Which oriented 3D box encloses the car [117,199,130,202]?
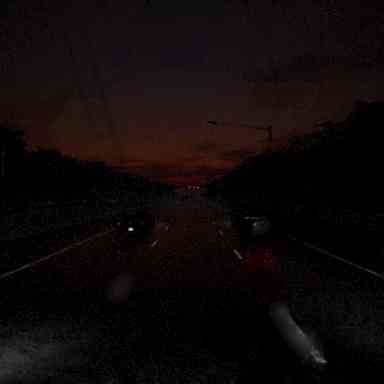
[{"bbox_3d":[-13.991,2.261,70.721,1.812,1.442,4.674,0,-1,0],"label":"car"}]

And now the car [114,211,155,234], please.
[{"bbox_3d":[-3.398,1.802,20.719,1.895,1.301,4.718,0,-1,0],"label":"car"}]

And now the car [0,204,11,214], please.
[{"bbox_3d":[-17.590,1.880,32.093,1.994,1.385,4.181,0,-1,0],"label":"car"}]

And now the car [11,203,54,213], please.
[{"bbox_3d":[-14.093,1.803,30.392,1.837,1.490,4.892,0,-1,0],"label":"car"}]

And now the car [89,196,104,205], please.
[{"bbox_3d":[-20.991,1.948,73.402,2.150,2.045,5.566,0,-1,0],"label":"car"}]

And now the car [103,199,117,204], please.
[{"bbox_3d":[-17.491,2.248,73.428,1.812,1.442,4.674,0,-1,0],"label":"car"}]

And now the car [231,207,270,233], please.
[{"bbox_3d":[3.602,1.695,20.984,2.128,1.511,4.902,0,-1,0],"label":"car"}]
